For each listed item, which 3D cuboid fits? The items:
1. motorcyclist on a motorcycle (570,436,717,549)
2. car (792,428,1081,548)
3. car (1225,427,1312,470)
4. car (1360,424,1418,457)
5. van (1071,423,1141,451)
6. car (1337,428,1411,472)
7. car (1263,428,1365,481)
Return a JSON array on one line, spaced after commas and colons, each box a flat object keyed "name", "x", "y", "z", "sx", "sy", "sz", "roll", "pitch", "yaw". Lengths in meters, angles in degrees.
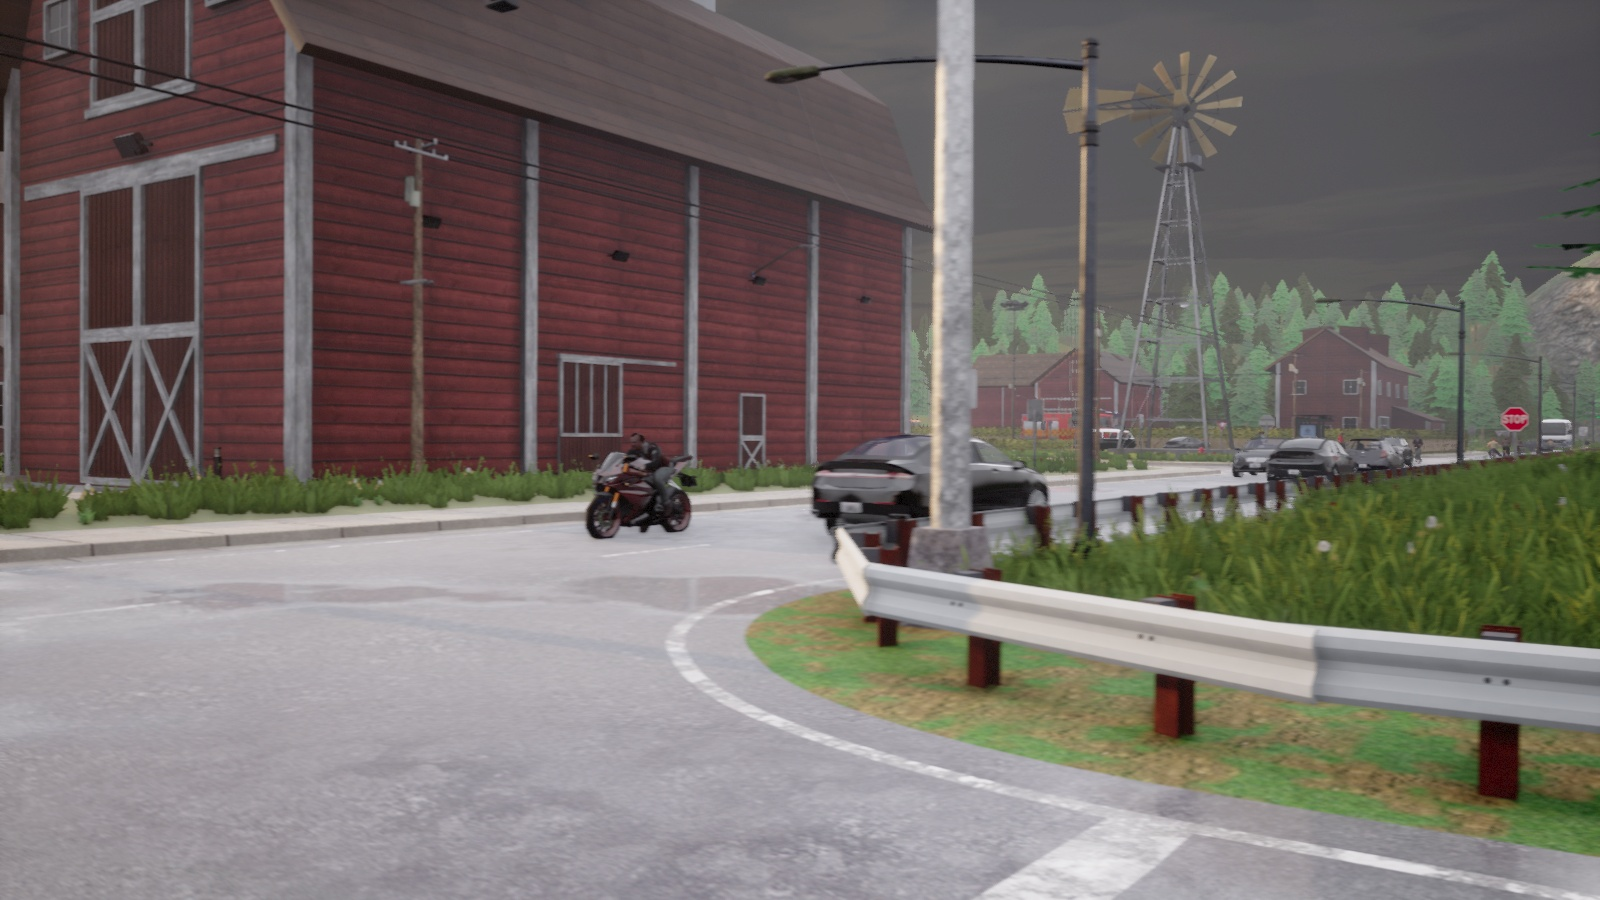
[{"name": "motorcyclist on a motorcycle", "x": -2.235, "y": 0.570, "z": 18.237, "sx": 0.866, "sy": 1.530, "sz": 2.191, "roll": 0, "pitch": 1, "yaw": 35}, {"name": "car", "x": 2.170, "y": 0.446, "z": 18.447, "sx": 2.128, "sy": 1.511, "sz": 4.902, "roll": 0, "pitch": 1, "yaw": 35}, {"name": "car", "x": 17.513, "y": -0.078, "z": 46.796, "sx": 2.128, "sy": 1.511, "sz": 4.902, "roll": 0, "pitch": 1, "yaw": 31}, {"name": "car", "x": 31.436, "y": -0.504, "z": 66.976, "sx": 2.033, "sy": 1.649, "sz": 4.856, "roll": 0, "pitch": 0, "yaw": 35}, {"name": "van", "x": 22.302, "y": -0.956, "z": 91.512, "sx": 4.480, "sy": 2.038, "sz": 2.069, "roll": -1, "pitch": 1, "yaw": -10}, {"name": "car", "x": 20.766, "y": -0.032, "z": 45.373, "sx": 1.845, "sy": 1.501, "sz": 3.633, "roll": 0, "pitch": 1, "yaw": 35}, {"name": "car", "x": 15.543, "y": 0.107, "z": 37.814, "sx": 1.837, "sy": 1.490, "sz": 4.892, "roll": 0, "pitch": 0, "yaw": 35}]
